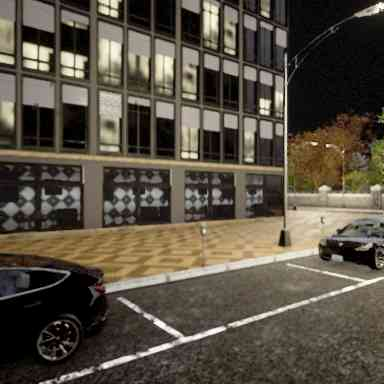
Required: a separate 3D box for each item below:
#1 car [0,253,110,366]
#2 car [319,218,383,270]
[{"bbox_3d":[-3.228,1.566,4.256,4.313,1.339,1.947,0,0,-35],"label":"car"},{"bbox_3d":[6.004,1.542,10.938,4.313,1.339,1.947,0,0,-35],"label":"car"}]
